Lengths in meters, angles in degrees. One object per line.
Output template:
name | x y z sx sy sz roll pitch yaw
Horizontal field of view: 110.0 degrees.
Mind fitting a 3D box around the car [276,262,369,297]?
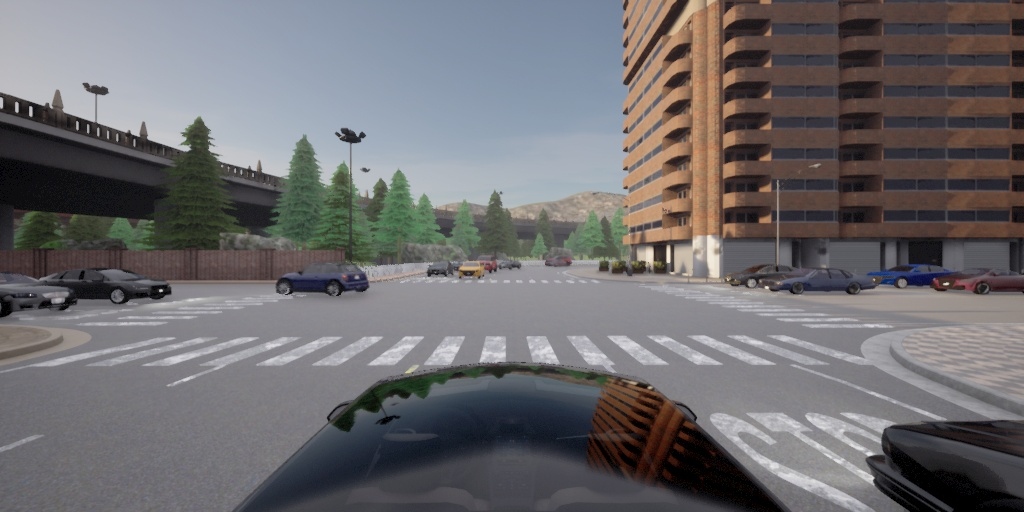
car | -9.991 1.122 18.891 4.553 1.767 2.097 0 1 15

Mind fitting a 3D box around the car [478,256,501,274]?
car | -3.136 0.958 42.496 2.150 2.045 5.566 0 0 7

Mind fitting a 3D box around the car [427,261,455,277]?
car | -6.935 1.244 35.225 1.837 1.490 4.892 0 0 2

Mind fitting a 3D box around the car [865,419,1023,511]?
car | 3.591 1.298 0.177 2.033 1.411 5.357 0 0 0

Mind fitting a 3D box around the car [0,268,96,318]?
car | -18.288 1.293 12.508 4.902 1.511 2.128 0 0 0

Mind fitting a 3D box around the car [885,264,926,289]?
car | 25.887 1.276 23.216 5.008 1.535 1.882 0 0 0

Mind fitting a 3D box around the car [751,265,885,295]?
car | 16.655 1.347 19.698 5.357 1.411 2.033 0 0 0

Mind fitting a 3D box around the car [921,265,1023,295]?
car | 25.884 1.364 19.714 4.181 1.385 1.994 0 0 1

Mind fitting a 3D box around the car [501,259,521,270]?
car | -0.267 1.225 52.492 2.128 1.511 4.902 0 0 26

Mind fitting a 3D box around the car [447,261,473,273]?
car | -6.292 1.300 44.115 1.994 1.385 4.181 0 0 9

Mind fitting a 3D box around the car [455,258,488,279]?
car | -3.606 1.218 32.573 1.882 1.535 5.008 0 0 1

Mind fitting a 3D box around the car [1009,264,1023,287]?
car | 36.071 1.290 23.196 4.902 1.511 2.128 0 0 0

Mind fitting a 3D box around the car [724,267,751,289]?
car | 16.405 1.303 23.218 4.892 1.490 1.837 0 0 0

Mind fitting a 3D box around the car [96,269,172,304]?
car | -18.145 1.306 16.027 4.892 1.490 1.837 0 0 -1

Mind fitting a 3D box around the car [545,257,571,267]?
car | 7.786 1.294 63.120 4.181 1.385 1.994 0 0 -41
